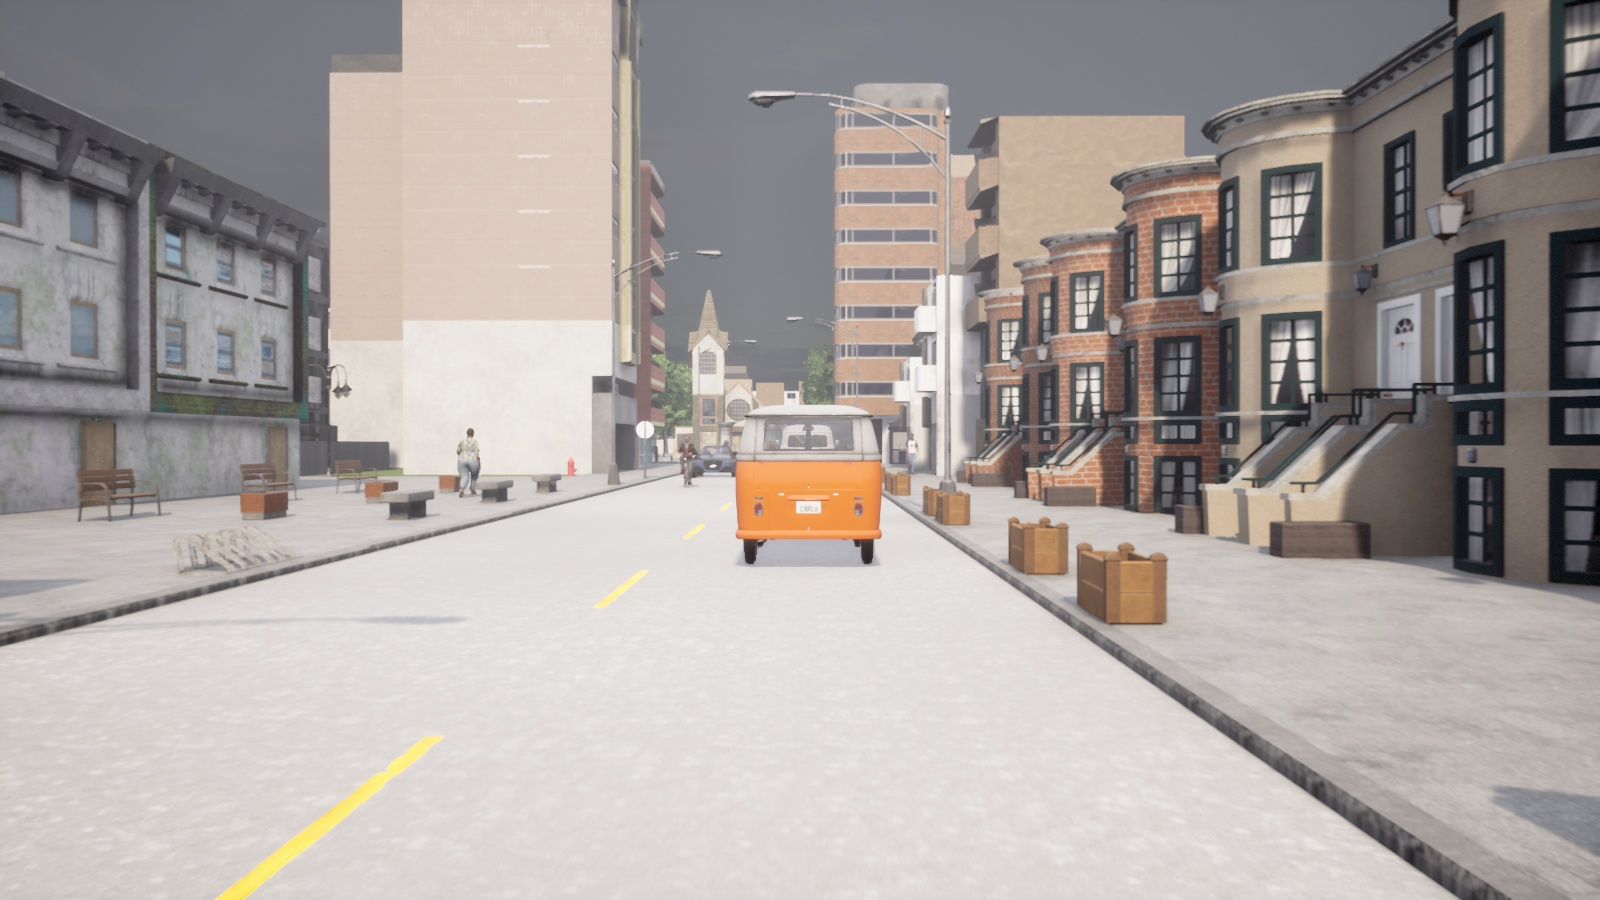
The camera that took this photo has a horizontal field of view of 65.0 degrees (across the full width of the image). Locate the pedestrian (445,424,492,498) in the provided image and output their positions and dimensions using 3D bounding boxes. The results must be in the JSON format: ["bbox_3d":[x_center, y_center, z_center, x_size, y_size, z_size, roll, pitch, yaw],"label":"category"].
[{"bbox_3d":[-8.467,0.268,32.104,0.874,1.855,0.900,0,0,6],"label":"pedestrian"}]

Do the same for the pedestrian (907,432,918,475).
[{"bbox_3d":[4.893,0.153,54.550,0.354,1.836,0.706,0,0,-7],"label":"pedestrian"}]

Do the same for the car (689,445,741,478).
[{"bbox_3d":[-3.705,0.496,55.229,1.994,1.385,4.181,0,0,0],"label":"car"}]

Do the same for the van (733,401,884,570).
[{"bbox_3d":[0.113,0.404,16.946,1.775,1.987,4.442,0,0,0],"label":"van"}]
